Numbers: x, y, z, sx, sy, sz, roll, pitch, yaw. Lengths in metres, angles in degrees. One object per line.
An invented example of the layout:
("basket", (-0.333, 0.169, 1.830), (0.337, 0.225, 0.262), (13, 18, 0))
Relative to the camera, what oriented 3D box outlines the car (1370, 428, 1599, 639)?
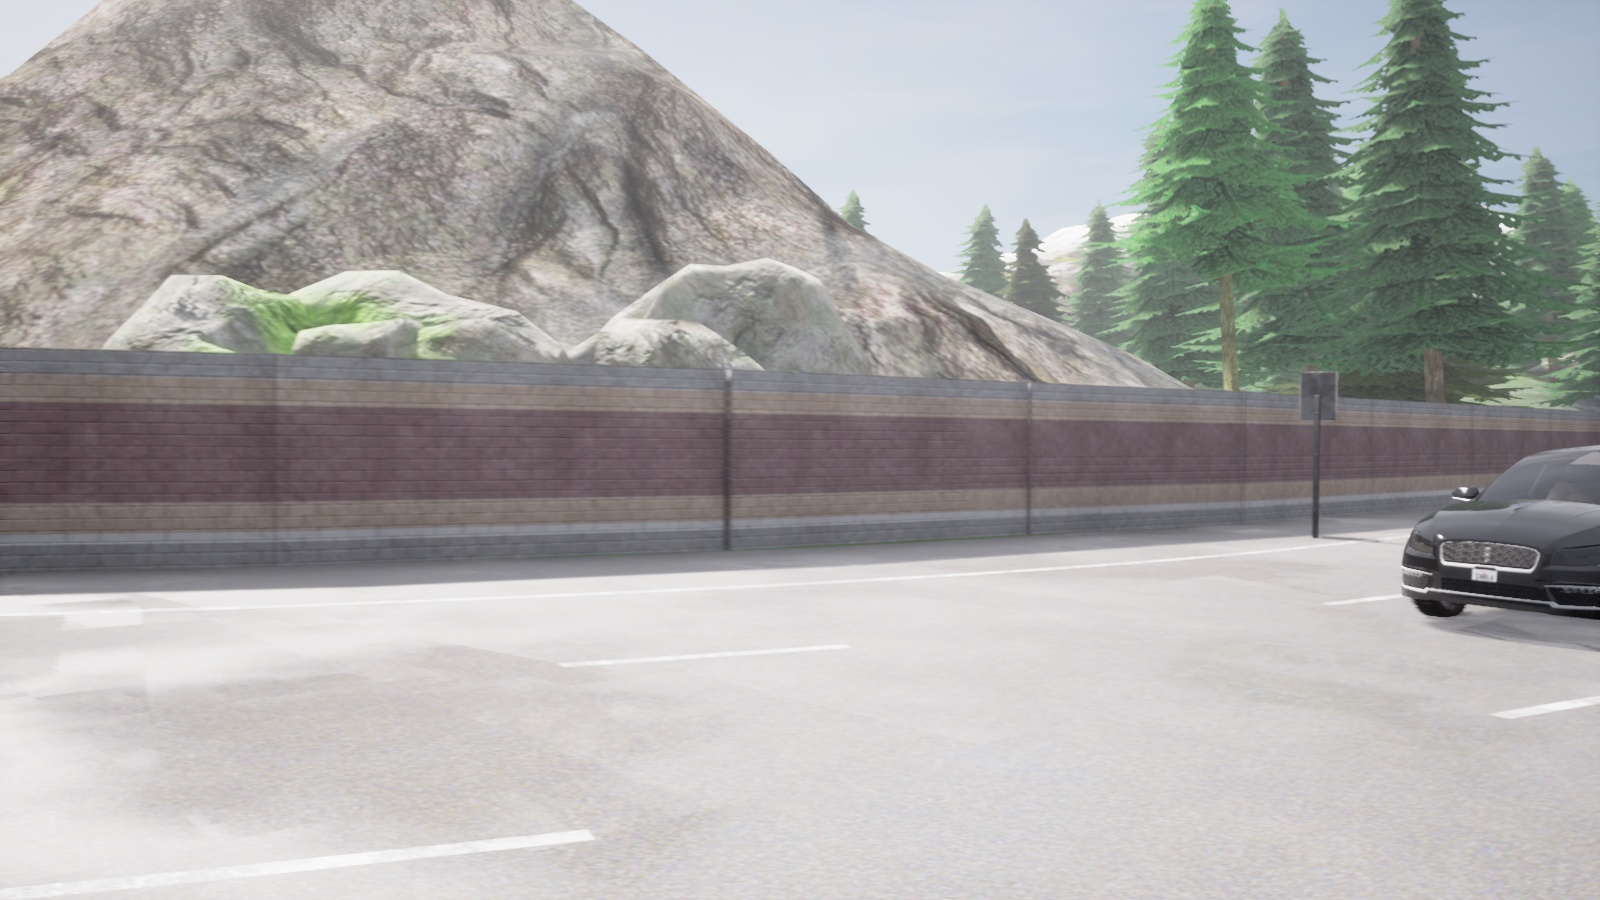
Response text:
("car", (7.255, 0.566, 11.176), (4.892, 1.490, 1.837), (-1, 1, -37))
